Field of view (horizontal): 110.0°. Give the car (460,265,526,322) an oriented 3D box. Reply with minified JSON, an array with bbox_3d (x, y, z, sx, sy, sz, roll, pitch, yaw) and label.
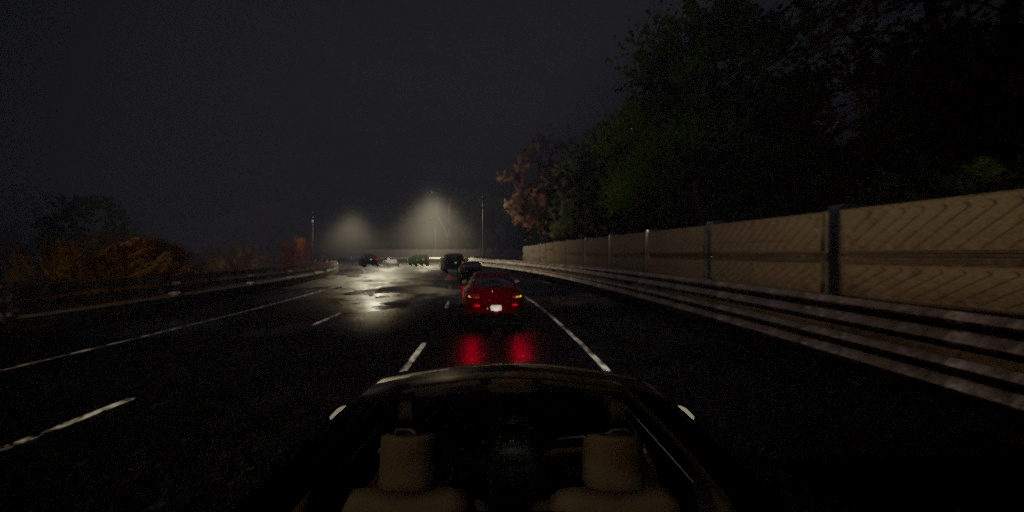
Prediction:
[{"bbox_3d":[-0.686,1.213,11.949,1.812,1.442,4.674,0,1,-7],"label":"car"}]

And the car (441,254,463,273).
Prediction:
[{"bbox_3d":[-6.525,0.754,39.469,2.150,2.045,5.566,0,1,-16],"label":"car"}]

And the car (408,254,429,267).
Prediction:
[{"bbox_3d":[-14.814,0.662,56.855,2.150,2.045,5.566,0,0,-29],"label":"car"}]

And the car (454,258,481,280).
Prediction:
[{"bbox_3d":[-2.996,1.130,26.204,1.812,1.442,4.674,0,1,-12],"label":"car"}]

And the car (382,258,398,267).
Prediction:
[{"bbox_3d":[-19.829,0.967,58.424,1.812,1.442,4.674,0,0,-31],"label":"car"}]

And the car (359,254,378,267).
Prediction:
[{"bbox_3d":[-22.473,0.684,56.108,2.150,2.045,5.566,0,0,-31],"label":"car"}]
